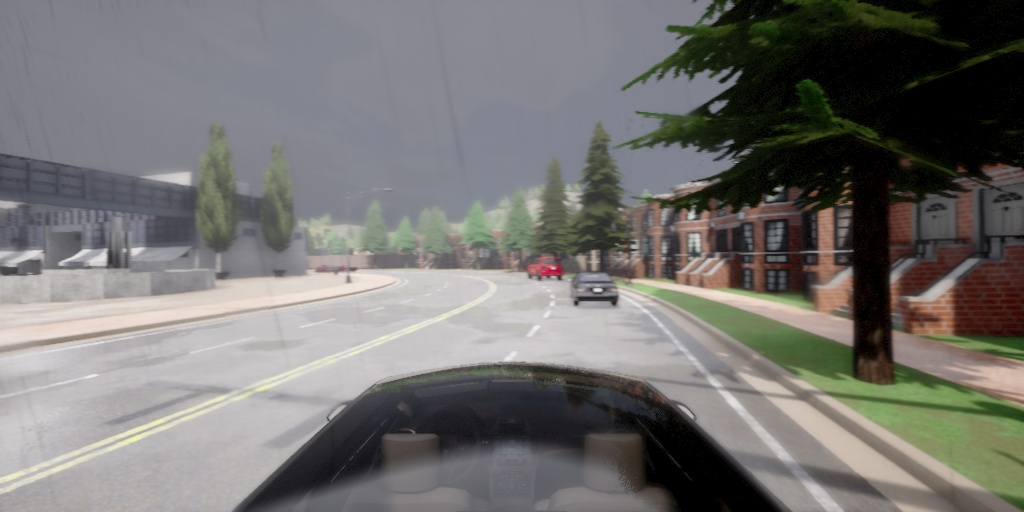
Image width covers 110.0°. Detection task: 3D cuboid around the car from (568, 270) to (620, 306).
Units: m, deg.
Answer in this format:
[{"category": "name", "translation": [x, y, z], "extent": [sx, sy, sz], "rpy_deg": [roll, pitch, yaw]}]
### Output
[{"category": "car", "translation": [3.592, 1.358, 16.197], "extent": [2.033, 1.411, 5.357], "rpy_deg": [-1, 0, 7]}]

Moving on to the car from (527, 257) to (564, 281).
[{"category": "car", "translation": [2.953, 1.159, 32.875], "extent": [2.150, 2.045, 5.566], "rpy_deg": [-1, 0, -12]}]
